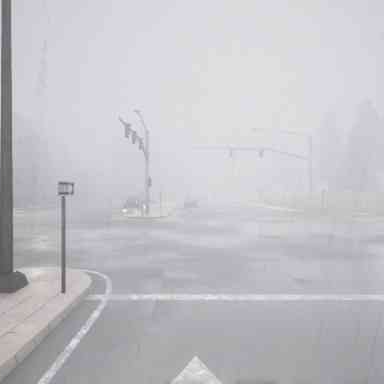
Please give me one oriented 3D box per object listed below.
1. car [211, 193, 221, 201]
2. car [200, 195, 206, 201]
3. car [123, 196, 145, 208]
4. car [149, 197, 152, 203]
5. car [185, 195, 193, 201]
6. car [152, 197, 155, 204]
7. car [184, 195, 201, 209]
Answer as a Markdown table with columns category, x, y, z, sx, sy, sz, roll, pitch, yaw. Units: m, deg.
| category | x | y | z | sx | sy | sz | roll | pitch | yaw |
| --- | --- | --- | --- | --- | --- | --- | --- | --- | --- |
| car | 6.227 | 1.225 | 85.894 | 2.150 | 2.045 | 5.566 | 0 | 0 | -1 |
| car | 2.727 | 1.524 | 85.886 | 1.812 | 1.442 | 4.674 | 0 | 0 | -1 |
| car | -8.263 | 1.352 | 46.729 | 2.097 | 1.767 | 4.553 | 0 | 0 | -1 |
| car | -8.391 | 1.505 | 55.763 | 1.837 | 1.490 | 4.892 | 0 | 0 | -1 |
| car | -0.772 | 1.500 | 85.824 | 1.837 | 1.490 | 4.892 | 0 | 0 | -1 |
| car | -8.491 | 1.601 | 65.707 | 1.895 | 1.301 | 4.718 | 0 | 0 | 0 |
| car | -0.135 | 1.525 | 44.781 | 1.812 | 1.442 | 4.674 | 0 | 0 | -1 |
